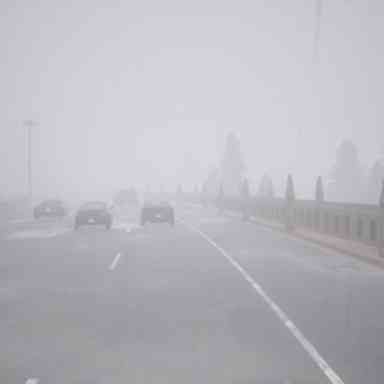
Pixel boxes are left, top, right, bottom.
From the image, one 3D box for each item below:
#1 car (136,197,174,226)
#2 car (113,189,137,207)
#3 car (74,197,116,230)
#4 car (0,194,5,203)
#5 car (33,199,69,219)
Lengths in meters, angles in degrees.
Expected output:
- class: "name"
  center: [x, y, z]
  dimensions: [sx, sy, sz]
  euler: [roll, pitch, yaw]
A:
- class: "car"
  center: [-2.287, 1.156, 20.825]
  dimensions: [1.882, 1.535, 5.008]
  euler: [0, 1, -11]
- class: "car"
  center: [-7.970, 0.645, 39.436]
  dimensions: [2.150, 2.045, 5.566]
  euler: [0, 1, -22]
- class: "car"
  center: [-5.503, 1.238, 18.957]
  dimensions: [1.812, 1.442, 4.674]
  euler: [0, 1, -11]
- class: "car"
  center: [-25.261, 0.936, 42.909]
  dimensions: [2.128, 1.511, 4.902]
  euler: [-1, 1, -29]
- class: "car"
  center: [-10.447, 1.199, 24.874]
  dimensions: [1.994, 1.385, 4.181]
  euler: [0, 1, -14]
